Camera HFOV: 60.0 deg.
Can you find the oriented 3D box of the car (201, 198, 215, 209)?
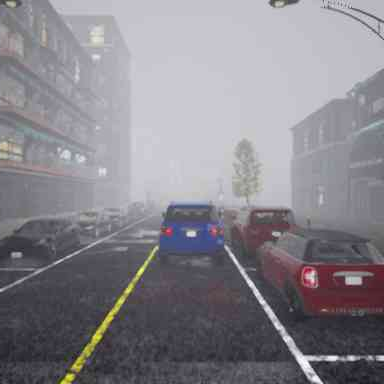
[{"bbox_3d":[2.628,1.943,57.319,2.192,1.841,5.009,0,-1,0],"label":"car"}]

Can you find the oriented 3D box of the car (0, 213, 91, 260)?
[{"bbox_3d":[-5.704,1.698,12.998,1.947,1.339,4.313,0,-1,0],"label":"car"}]

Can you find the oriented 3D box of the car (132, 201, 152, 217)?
[{"bbox_3d":[-5.729,1.814,35.152,1.967,1.590,4.097,0,-1,0],"label":"car"}]

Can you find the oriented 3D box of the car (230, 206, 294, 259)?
[{"bbox_3d":[2.677,1.448,13.010,2.192,1.841,5.009,0,-1,0],"label":"car"}]

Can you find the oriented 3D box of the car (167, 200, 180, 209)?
[{"bbox_3d":[-3.130,2.131,57.266,1.837,1.490,4.892,0,0,0],"label":"car"}]

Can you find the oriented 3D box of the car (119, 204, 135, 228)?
[{"bbox_3d":[-5.716,1.800,24.074,2.008,1.369,4.403,0,-1,0],"label":"car"}]

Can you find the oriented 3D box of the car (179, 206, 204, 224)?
[{"bbox_3d":[-0.017,1.897,28.264,1.895,1.301,4.718,0,-1,0],"label":"car"}]

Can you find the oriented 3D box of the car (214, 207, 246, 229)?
[{"bbox_3d":[2.664,1.831,24.082,1.802,1.307,4.206,0,-1,0],"label":"car"}]

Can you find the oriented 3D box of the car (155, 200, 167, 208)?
[{"bbox_3d":[-5.759,2.214,62.678,1.752,1.417,4.829,0,-1,0],"label":"car"}]

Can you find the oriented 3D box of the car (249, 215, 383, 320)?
[{"bbox_3d":[2.683,1.517,7.468,1.967,1.590,4.097,0,-1,0],"label":"car"}]

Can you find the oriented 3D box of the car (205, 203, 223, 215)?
[{"bbox_3d":[2.646,2.003,40.698,1.947,1.339,4.313,0,-1,0],"label":"car"}]

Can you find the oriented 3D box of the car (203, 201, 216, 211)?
[{"bbox_3d":[2.634,2.092,51.948,1.752,1.417,4.829,0,-1,0],"label":"car"}]

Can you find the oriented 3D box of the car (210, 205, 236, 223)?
[{"bbox_3d":[2.658,1.877,29.622,1.947,1.339,4.313,0,-1,0],"label":"car"}]

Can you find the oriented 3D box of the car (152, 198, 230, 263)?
[{"bbox_3d":[-0.006,1.353,12.596,2.150,2.045,5.566,0,0,0],"label":"car"}]

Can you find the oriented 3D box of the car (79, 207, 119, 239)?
[{"bbox_3d":[-5.710,1.741,18.536,2.008,1.369,4.403,0,-1,0],"label":"car"}]

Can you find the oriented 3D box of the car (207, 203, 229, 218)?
[{"bbox_3d":[2.652,1.925,35.159,2.008,1.369,4.403,0,-1,0],"label":"car"}]
